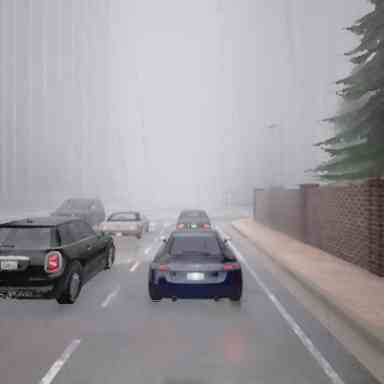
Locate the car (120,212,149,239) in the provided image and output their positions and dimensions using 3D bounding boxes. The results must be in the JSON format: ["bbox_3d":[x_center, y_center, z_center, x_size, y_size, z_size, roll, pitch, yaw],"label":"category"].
[{"bbox_3d":[-3.424,1.697,17.784,1.895,1.301,4.718,0,0,0],"label":"car"}]

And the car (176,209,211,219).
[{"bbox_3d":[0.077,1.645,17.977,2.033,1.411,5.357,0,0,0],"label":"car"}]

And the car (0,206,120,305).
[{"bbox_3d":[-3.416,1.398,8.360,2.097,1.767,4.553,0,0,0],"label":"car"}]

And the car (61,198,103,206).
[{"bbox_3d":[-7.028,1.424,20.855,2.150,2.045,5.566,0,0,0],"label":"car"}]

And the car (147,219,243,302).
[{"bbox_3d":[0.079,1.610,8.431,1.994,1.385,4.181,0,0,0],"label":"car"}]
